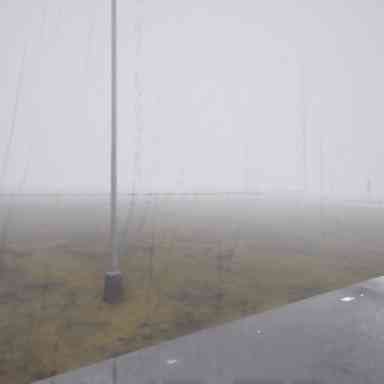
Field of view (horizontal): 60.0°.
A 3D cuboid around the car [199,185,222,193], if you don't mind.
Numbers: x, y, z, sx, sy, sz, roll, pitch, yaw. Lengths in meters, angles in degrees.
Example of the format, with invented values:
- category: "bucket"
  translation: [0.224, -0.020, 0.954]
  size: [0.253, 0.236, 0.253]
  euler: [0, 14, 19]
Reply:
- category: "car"
  translation: [3.244, -0.430, 57.771]
  size: [1.837, 1.490, 4.892]
  euler: [1, 2, -36]
